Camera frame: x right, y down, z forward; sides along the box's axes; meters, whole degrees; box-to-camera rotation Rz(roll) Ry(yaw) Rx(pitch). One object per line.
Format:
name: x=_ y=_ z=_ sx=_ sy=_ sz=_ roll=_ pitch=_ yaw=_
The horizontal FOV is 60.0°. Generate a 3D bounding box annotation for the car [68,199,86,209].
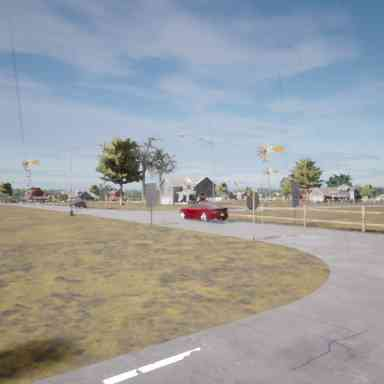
car: x=-18.968 y=1.964 z=54.849 sx=1.837 sy=1.490 sz=4.892 roll=0 pitch=0 yaw=-36

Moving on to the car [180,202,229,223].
car: x=0.869 y=1.585 z=27.213 sx=1.882 sy=1.535 sz=5.008 roll=0 pitch=0 yaw=-35
